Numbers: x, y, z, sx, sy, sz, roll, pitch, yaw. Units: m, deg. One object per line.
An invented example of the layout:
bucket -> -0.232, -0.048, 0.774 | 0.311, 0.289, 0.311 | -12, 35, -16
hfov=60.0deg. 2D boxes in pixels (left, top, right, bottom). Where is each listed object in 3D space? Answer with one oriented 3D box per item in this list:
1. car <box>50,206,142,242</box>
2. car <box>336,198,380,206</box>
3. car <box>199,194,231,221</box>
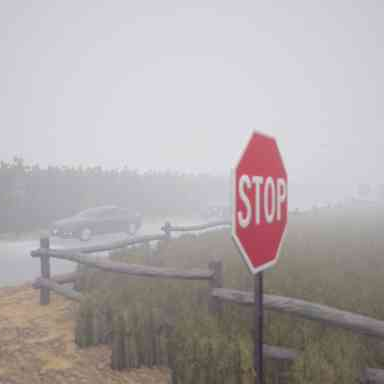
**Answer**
car -> -4.625, 1.500, 16.661 | 1.837, 1.490, 4.892 | 0, 0, 36
car -> 20.160, 1.392, 40.299 | 4.718, 1.301, 1.895 | -1, 1, 1
car -> 2.828, 1.202, 27.073 | 2.150, 2.045, 5.566 | 0, 0, 35
